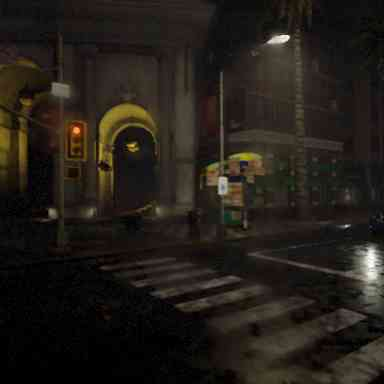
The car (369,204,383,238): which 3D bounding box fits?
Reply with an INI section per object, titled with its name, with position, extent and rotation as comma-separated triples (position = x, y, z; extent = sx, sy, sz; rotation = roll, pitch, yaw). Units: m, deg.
[car]
position = 10.798, 1.128, 15.980
extent = 5.566, 2.045, 2.150
rotation = 0, 0, -35
